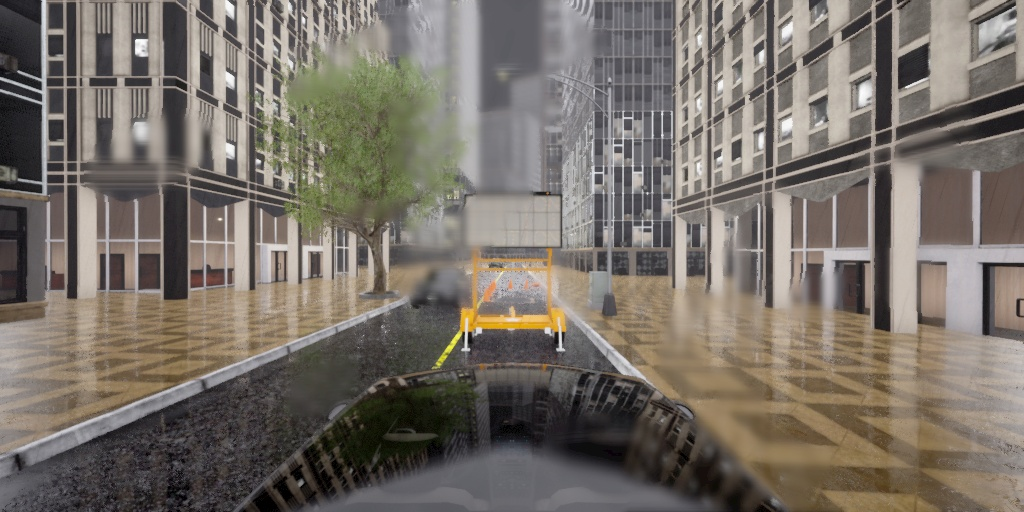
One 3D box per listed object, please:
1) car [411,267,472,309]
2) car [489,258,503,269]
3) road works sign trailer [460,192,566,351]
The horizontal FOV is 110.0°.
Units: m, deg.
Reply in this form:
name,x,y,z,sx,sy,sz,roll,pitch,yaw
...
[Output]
name,x,y,z,sx,sy,sz,roll,pitch,yaw
car,-2.796,1.255,15.048,1.837,1.490,4.892,0,0,0
car,-2.616,1.157,57.893,2.097,1.767,4.553,0,0,0
road works sign trailer,0.032,0.214,8.949,2.380,3.560,2.880,0,0,0
